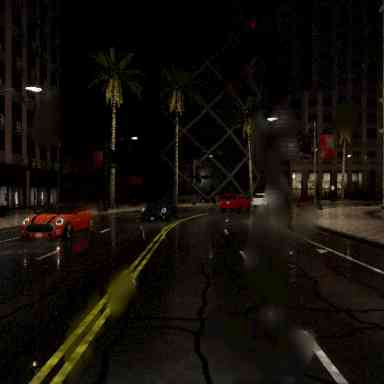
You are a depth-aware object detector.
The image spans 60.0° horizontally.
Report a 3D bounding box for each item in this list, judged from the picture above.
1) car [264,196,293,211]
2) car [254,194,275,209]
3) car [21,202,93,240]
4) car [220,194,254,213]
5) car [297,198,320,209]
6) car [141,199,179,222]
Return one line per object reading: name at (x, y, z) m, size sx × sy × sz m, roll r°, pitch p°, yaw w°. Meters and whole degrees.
car at (10.676, 1.540, 40.075) m, size 1.812 × 1.442 × 4.674 m, roll 0°, pitch 0°, yaw 32°
car at (10.478, 1.237, 45.962) m, size 2.150 × 2.045 × 5.566 m, roll 0°, pitch 0°, yaw 42°
car at (-6.769, 1.358, 17.140) m, size 2.097 × 1.767 × 4.553 m, roll 0°, pitch 0°, yaw 3°
car at (4.860, 1.234, 36.979) m, size 2.150 × 2.045 × 5.566 m, roll 0°, pitch 0°, yaw 25°
car at (16.547, 1.580, 46.941) m, size 4.181 × 1.385 × 1.994 m, roll 0°, pitch 0°, yaw -43°
car at (-2.516, 1.359, 26.637) m, size 2.097 × 1.767 × 4.553 m, roll 0°, pitch 0°, yaw 11°
